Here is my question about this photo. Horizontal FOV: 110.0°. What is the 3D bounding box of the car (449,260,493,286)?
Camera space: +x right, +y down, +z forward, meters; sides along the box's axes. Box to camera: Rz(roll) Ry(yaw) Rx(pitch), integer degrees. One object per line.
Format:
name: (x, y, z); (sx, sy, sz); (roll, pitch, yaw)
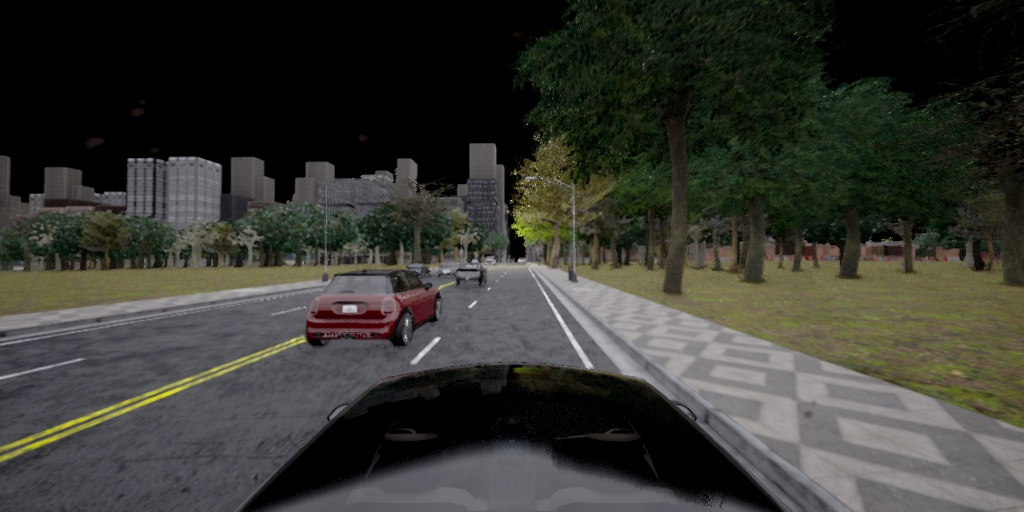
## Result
car: (-2.840, 1.282, 25.979); (2.128, 1.511, 4.902); (0, 0, 2)

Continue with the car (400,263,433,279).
car: (-9.268, 1.384, 35.000); (1.994, 1.385, 4.181); (0, 0, 2)

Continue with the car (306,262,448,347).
car: (-3.286, 1.110, 9.506); (2.097, 1.767, 4.553); (0, 0, 1)
